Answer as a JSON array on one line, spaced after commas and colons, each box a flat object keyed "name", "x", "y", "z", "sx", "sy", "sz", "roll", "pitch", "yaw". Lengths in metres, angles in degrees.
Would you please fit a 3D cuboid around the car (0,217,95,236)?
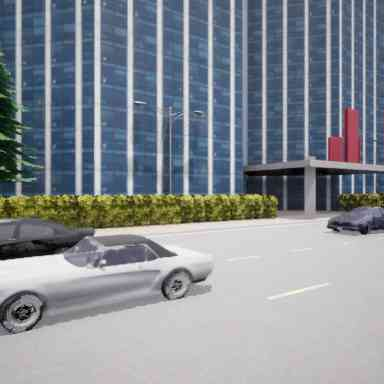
[{"name": "car", "x": -5.153, "y": 1.478, "z": 9.145, "sx": 5.008, "sy": 1.535, "sz": 1.882, "roll": 0, "pitch": 0, "yaw": -30}]

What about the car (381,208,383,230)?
[{"name": "car", "x": 11.177, "y": 1.351, "z": 15.475, "sx": 4.553, "sy": 1.767, "sz": 2.097, "roll": 0, "pitch": 0, "yaw": -33}]

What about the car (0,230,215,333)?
[{"name": "car", "x": -1.918, "y": 1.601, "z": 6.890, "sx": 4.718, "sy": 1.301, "sz": 1.895, "roll": 0, "pitch": 0, "yaw": -34}]

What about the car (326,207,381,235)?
[{"name": "car", "x": 9.969, "y": 1.547, "z": 18.866, "sx": 5.357, "sy": 1.411, "sz": 2.033, "roll": 0, "pitch": 0, "yaw": -33}]
